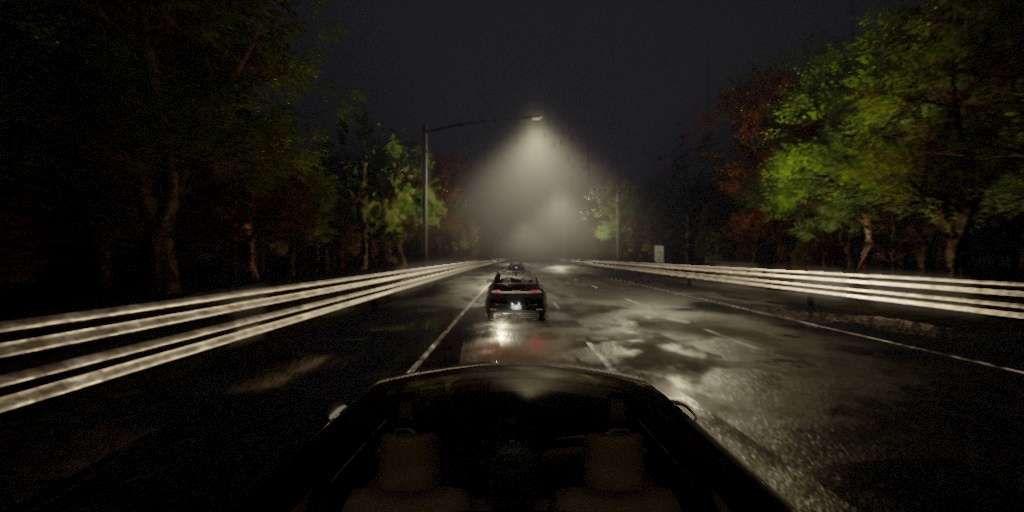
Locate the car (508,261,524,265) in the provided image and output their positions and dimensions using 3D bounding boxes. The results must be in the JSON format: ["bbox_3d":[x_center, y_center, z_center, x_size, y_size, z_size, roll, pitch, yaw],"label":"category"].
[{"bbox_3d":[0.525,1.308,43.340,1.994,1.385,4.181,0,0,1],"label":"car"}]

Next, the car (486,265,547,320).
[{"bbox_3d":[0.137,1.241,12.573,2.128,1.511,4.902,0,0,0],"label":"car"}]
